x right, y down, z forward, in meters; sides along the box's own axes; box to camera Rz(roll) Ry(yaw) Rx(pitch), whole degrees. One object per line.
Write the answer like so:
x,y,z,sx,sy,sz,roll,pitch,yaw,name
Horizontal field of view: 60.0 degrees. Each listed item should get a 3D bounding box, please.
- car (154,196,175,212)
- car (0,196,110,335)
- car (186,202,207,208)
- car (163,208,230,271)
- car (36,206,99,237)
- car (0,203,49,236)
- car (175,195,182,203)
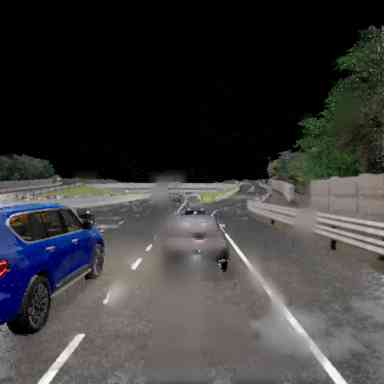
-3.362,1.516,39.270,1.837,1.490,4.892,0,0,0,car
-3.493,1.223,6.842,2.150,2.045,5.566,0,0,0,car
0.478,1.609,32.465,1.895,1.301,4.718,0,0,4,car
0.118,1.494,10.941,2.128,1.511,4.902,0,0,0,car
-6.855,1.568,18.822,1.994,1.385,4.181,0,0,0,car
-10.353,1.482,19.428,1.882,1.535,5.008,0,0,0,car
-3.331,1.504,71.751,1.837,1.490,4.892,0,0,0,car
